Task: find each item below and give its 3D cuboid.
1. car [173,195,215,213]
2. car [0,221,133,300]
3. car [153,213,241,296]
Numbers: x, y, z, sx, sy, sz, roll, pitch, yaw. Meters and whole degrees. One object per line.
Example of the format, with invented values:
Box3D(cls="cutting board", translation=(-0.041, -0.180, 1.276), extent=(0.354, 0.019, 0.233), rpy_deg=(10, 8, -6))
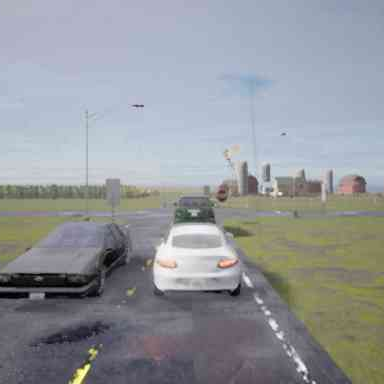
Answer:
Box3D(cls="car", translation=(0.113, 1.156, 18.728), extent=(2.150, 2.045, 5.566), rpy_deg=(0, 0, 0))
Box3D(cls="car", translation=(-2.833, 1.516, 8.756), extent=(2.033, 1.411, 5.357), rpy_deg=(0, 0, 0))
Box3D(cls="car", translation=(0.104, 1.496, 8.425), extent=(1.812, 1.442, 4.674), rpy_deg=(0, 0, 0))
